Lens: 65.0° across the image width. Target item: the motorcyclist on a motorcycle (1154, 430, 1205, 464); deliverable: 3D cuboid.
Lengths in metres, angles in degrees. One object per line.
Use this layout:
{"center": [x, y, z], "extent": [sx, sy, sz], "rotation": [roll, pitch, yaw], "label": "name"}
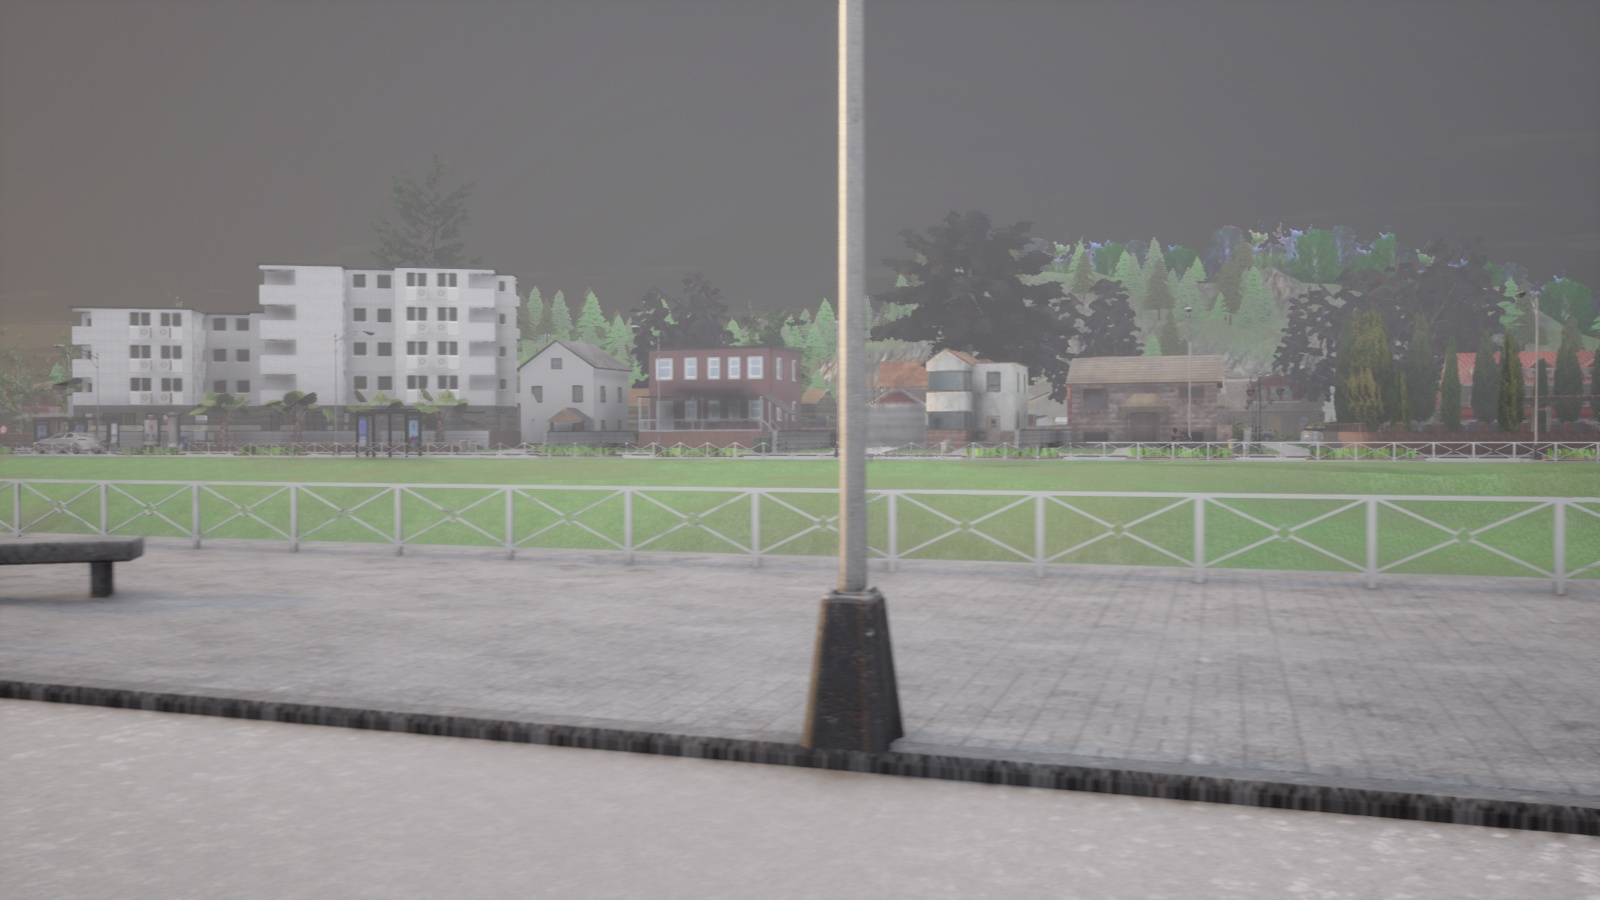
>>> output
{"center": [18.876, -0.152, 62.451], "extent": [2.350, 1.649, 0.766], "rotation": [1, 1, 19], "label": "motorcyclist on a motorcycle"}
